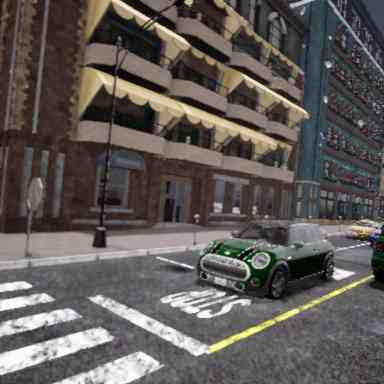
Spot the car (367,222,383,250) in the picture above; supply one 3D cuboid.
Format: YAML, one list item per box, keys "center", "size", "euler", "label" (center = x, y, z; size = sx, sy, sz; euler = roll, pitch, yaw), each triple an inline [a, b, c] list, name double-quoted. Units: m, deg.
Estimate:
- center: [12.309, 2.618, 20.120]
  size: [1.812, 1.442, 4.674]
  euler: [4, 0, 43]
  label: "car"

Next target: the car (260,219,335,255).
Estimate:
- center: [5.290, 2.100, 16.353]
  size: [1.802, 1.307, 4.206]
  euler: [6, 1, 43]
  label: "car"

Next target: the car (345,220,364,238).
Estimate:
- center: [12.709, 2.673, 24.335]
  size: [1.752, 1.417, 4.829]
  euler: [6, 1, 43]
  label: "car"

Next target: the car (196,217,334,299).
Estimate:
- center: [2.227, 1.587, 9.268]
  size: [2.097, 1.767, 4.553]
  euler: [4, -1, 43]
  label: "car"

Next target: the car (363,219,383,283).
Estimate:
- center: [7.633, 1.891, 10.617]
  size: [5.566, 2.045, 2.150]
  euler: [5, 0, -44]
  label: "car"
